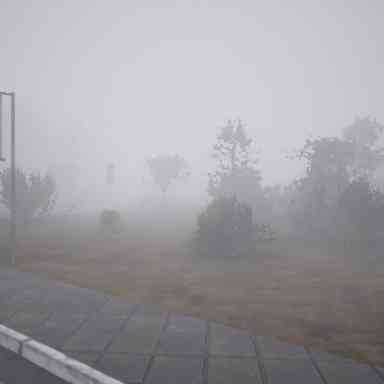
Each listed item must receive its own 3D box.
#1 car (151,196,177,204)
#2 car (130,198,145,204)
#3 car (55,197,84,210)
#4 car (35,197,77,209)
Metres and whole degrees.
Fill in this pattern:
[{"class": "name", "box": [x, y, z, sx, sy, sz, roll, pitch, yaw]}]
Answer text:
[{"class": "car", "box": [-4.853, 1.347, 56.647, 2.033, 1.411, 5.357, 0, 1, 39]}, {"class": "car", "box": [-8.422, 1.422, 57.800, 1.895, 1.301, 4.718, 0, 1, 39]}, {"class": "car", "box": [-16.200, 1.478, 42.588, 2.128, 1.511, 4.902, 0, 0, 39]}, {"class": "car", "box": [-18.450, 1.475, 45.370, 2.128, 1.511, 4.902, 0, 0, 39]}]
